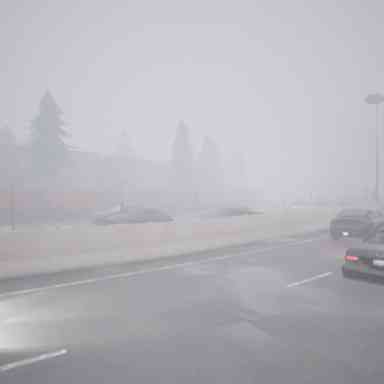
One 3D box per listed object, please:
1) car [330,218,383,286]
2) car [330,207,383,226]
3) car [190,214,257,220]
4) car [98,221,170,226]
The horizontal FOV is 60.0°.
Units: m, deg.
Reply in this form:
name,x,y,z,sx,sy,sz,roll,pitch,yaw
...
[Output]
name,x,y,z,sx,sy,sz,roll,pitch,yaw
car,5.854,1.542,8.677,5.357,1.411,2.033,0,0,-41
car,8.206,1.501,15.766,4.892,1.490,1.837,0,0,-45
car,2.197,1.566,19.846,5.357,1.411,2.033,0,0,-44
car,-3.132,1.598,19.751,4.181,1.385,1.994,0,0,-42
